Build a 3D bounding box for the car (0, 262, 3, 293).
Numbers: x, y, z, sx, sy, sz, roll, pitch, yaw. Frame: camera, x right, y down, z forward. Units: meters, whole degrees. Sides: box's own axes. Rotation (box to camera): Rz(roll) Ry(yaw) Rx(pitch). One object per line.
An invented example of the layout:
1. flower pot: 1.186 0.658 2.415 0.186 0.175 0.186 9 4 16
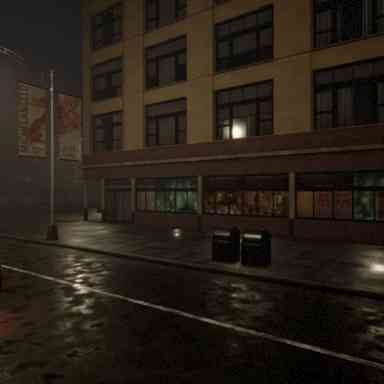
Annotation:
1. car: -5.825 1.564 7.717 1.994 1.385 4.181 0 0 -40
